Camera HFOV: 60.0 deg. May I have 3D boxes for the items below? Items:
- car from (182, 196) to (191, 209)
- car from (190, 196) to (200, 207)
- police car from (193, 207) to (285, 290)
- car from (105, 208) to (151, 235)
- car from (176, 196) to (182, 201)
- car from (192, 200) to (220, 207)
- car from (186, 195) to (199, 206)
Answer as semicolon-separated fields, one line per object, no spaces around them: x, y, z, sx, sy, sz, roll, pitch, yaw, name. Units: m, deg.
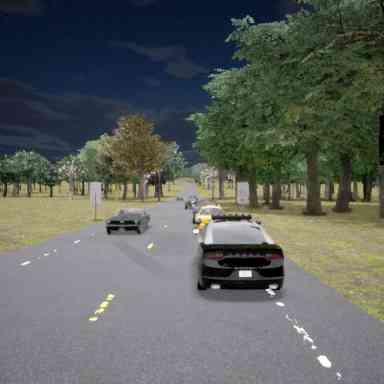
0.109;1.416;46.029;2.097;1.767;4.553;0;0;1;car
1.091;1.361;25.061;2.097;1.767;4.553;0;0;0;car
1.064;1.424;9.192;1.930;1.638;5.238;0;0;0;police car
-3.569;1.606;19.178;1.895;1.301;4.718;0;0;0;car
-3.338;1.820;91.509;1.994;1.385;4.181;0;0;0;car
1.083;1.460;19.275;1.801;1.575;5.366;0;0;0;car
0.104;1.480;58.606;2.097;1.767;4.553;0;0;0;car
